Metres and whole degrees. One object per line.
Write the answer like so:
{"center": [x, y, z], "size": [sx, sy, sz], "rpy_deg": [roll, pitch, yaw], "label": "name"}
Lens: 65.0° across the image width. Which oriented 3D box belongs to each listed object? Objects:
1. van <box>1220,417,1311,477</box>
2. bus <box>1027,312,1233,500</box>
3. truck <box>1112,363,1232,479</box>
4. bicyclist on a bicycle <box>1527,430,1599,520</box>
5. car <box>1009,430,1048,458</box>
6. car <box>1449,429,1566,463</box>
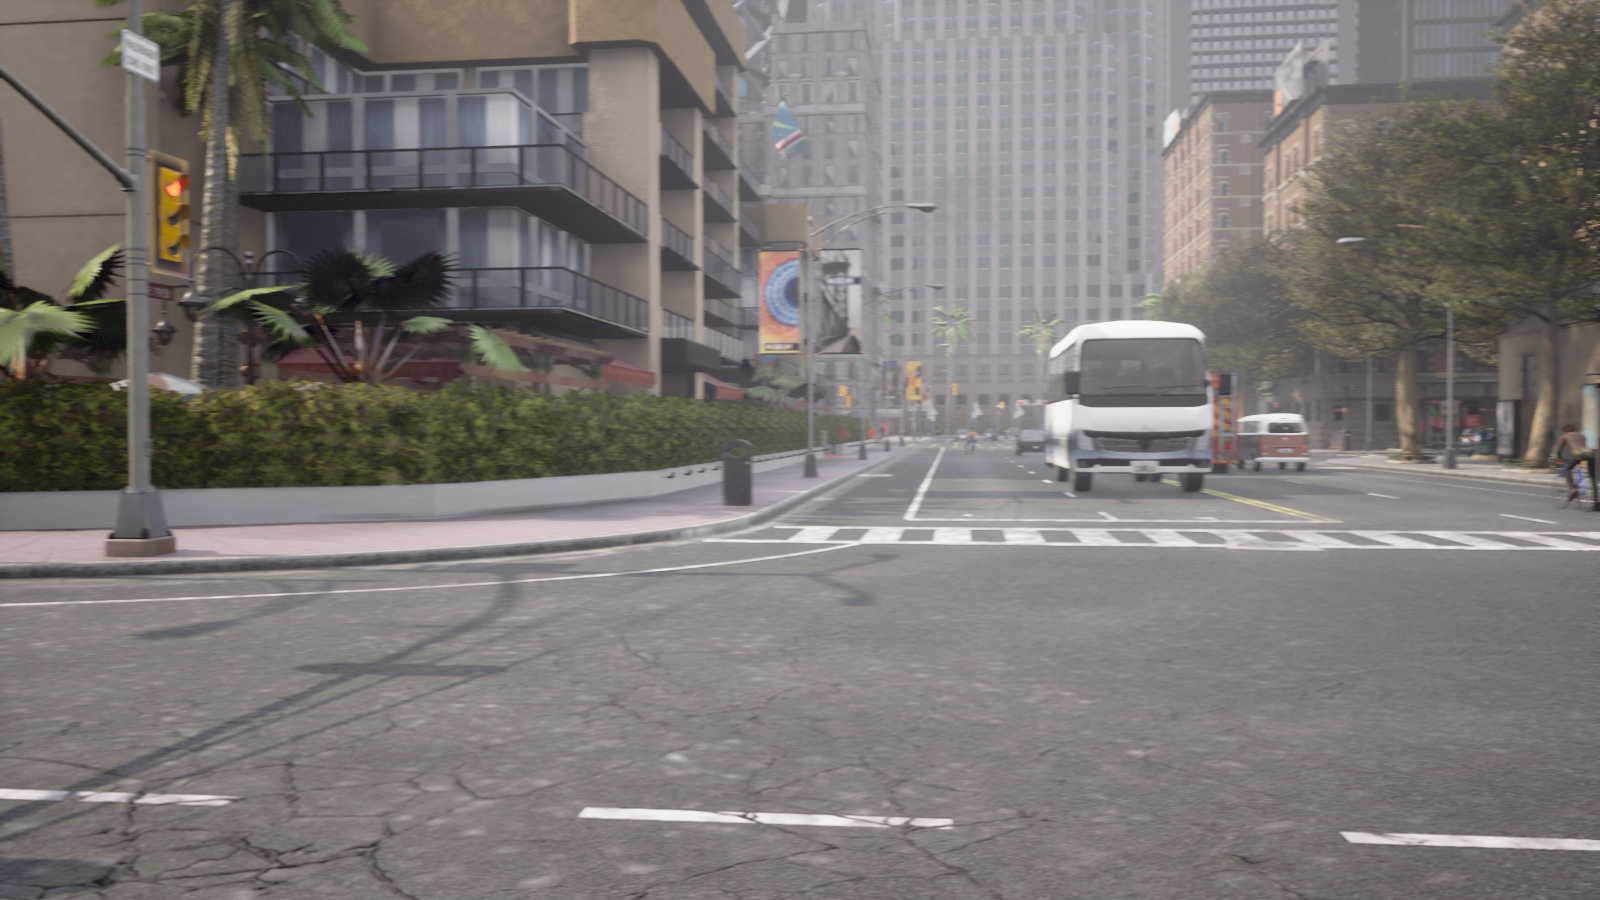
{"center": [16.795, -0.151, 45.536], "size": [2.069, 2.038, 4.480], "rpy_deg": [0, 1, 7], "label": "van"}
{"center": [8.414, -1.083, 33.712], "size": [3.944, 4.253, 10.273], "rpy_deg": [0, 1, 7], "label": "bus"}
{"center": [13.379, -1.055, 45.863], "size": [2.891, 3.827, 8.468], "rpy_deg": [0, 1, 8], "label": "truck"}
{"center": [14.286, 0.446, 23.483], "size": [0.582, 1.620, 1.656], "rpy_deg": [0, 1, 7], "label": "bicyclist on a bicycle"}
{"center": [12.956, -0.362, 71.419], "size": [1.882, 1.535, 5.008], "rpy_deg": [0, 1, 7], "label": "car"}
{"center": [35.669, -0.242, 63.416], "size": [4.611, 1.667, 2.242], "rpy_deg": [0, 1, 7], "label": "car"}
